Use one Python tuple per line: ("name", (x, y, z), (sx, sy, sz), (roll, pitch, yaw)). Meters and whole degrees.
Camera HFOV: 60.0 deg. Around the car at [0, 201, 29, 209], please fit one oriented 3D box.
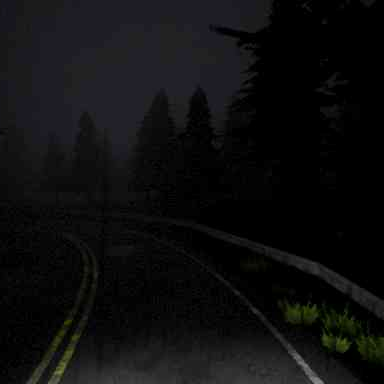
("car", (-24.806, 1.985, 47.430), (2.033, 1.411, 5.357), (1, 2, 10))
